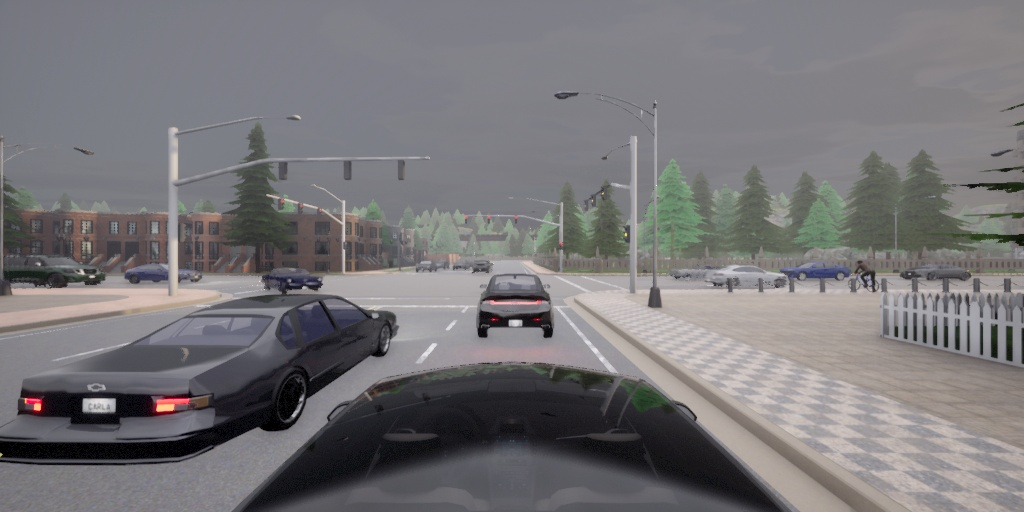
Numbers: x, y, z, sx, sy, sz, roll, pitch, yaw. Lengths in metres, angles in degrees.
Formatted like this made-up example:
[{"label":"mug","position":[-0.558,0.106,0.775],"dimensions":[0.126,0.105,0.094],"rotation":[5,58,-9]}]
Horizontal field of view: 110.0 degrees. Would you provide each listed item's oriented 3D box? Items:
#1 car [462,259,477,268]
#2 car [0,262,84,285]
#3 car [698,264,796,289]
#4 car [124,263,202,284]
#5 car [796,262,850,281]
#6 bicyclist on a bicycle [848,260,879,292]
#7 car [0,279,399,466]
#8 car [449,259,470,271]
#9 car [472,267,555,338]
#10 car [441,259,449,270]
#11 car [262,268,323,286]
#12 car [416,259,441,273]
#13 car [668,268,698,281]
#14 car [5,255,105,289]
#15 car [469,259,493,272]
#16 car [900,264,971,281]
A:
[{"label":"car","position":[-7.019,1.243,59.903],"dimensions":[1.837,1.490,4.892],"rotation":[0,0,0]},{"label":"car","position":[-34.810,1.235,25.908],"dimensions":[4.902,1.511,2.128],"rotation":[0,0,-6]},{"label":"car","position":[14.599,1.271,22.446],"dimensions":[4.674,1.442,1.812],"rotation":[0,0,0]},{"label":"car","position":[-25.536,1.271,26.300],"dimensions":[4.674,1.442,1.812],"rotation":[0,0,-1]},{"label":"car","position":[24.873,1.222,29.622],"dimensions":[5.008,1.535,1.882],"rotation":[0,0,0]},{"label":"bicyclist on a bicycle","position":[18.260,1.049,18.652],"dimensions":[0.582,1.620,1.656],"rotation":[0,0,0]},{"label":"car","position":[-3.434,1.297,5.511],"dimensions":[2.033,1.411,5.357],"rotation":[0,0,1]},{"label":"car","position":[-7.062,1.245,49.919],"dimensions":[1.837,1.490,4.892],"rotation":[0,0,0]},{"label":"car","position":[0.087,1.240,10.176],"dimensions":[2.128,1.511,4.902],"rotation":[0,0,0]},{"label":"car","position":[-10.553,1.231,53.610],"dimensions":[2.128,1.511,4.902],"rotation":[0,0,0]},{"label":"car","position":[-12.387,1.347,20.203],"dimensions":[4.718,1.301,1.895],"rotation":[0,0,42]},{"label":"car","position":[-10.555,1.267,44.502],"dimensions":[1.812,1.442,4.674],"rotation":[0,0,0]},{"label":"car","position":[15.581,1.345,29.640],"dimensions":[4.718,1.301,1.895],"rotation":[0,0,0]},{"label":"car","position":[-29.515,0.967,22.776],"dimensions":[5.566,2.045,2.150],"rotation":[0,0,-1]},{"label":"car","position":[-3.378,1.246,41.278],"dimensions":[1.837,1.490,4.892],"rotation":[1,0,2]},{"label":"car","position":[34.847,1.308,29.594],"dimensions":[4.181,1.385,1.994],"rotation":[0,0,1]}]
